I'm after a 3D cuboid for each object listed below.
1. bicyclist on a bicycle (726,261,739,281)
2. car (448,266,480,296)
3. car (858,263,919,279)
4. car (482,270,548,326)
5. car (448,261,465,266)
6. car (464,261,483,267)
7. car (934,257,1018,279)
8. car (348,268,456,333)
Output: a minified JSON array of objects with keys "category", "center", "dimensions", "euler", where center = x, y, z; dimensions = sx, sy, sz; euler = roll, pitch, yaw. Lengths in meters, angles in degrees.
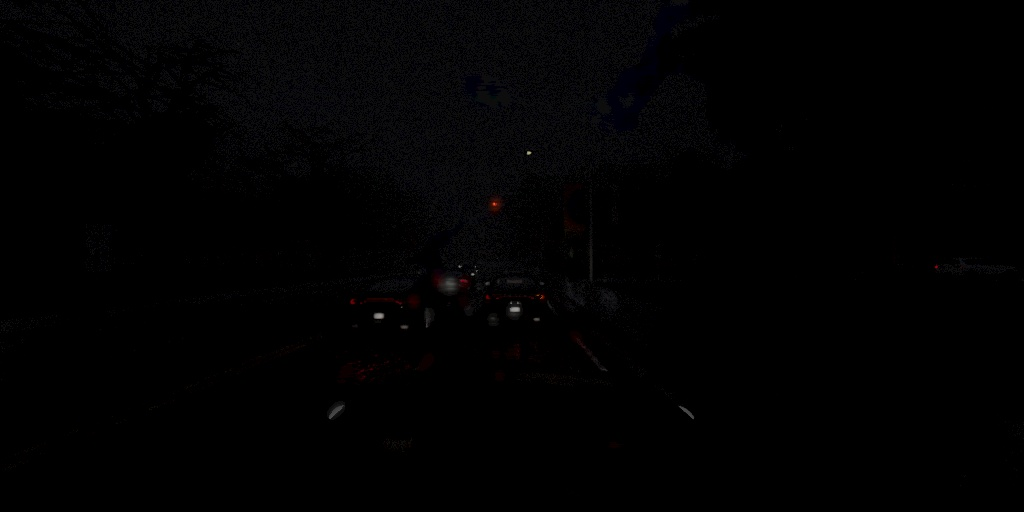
[{"category":"bicyclist on a bicycle","center":[18.123,1.226,29.504],"dimensions":[0.582,1.620,1.656],"euler":[0,-1,0]},{"category":"car","center":[-3.176,1.446,20.628],"dimensions":[1.994,1.385,4.181],"euler":[0,0,0]},{"category":"car","center":[36.994,1.436,35.325],"dimensions":[4.902,1.511,2.128],"euler":[0,0,0]},{"category":"car","center":[0.091,1.299,12.066],"dimensions":[1.882,1.535,5.008],"euler":[0,-1,0]},{"category":"car","center":[-9.802,1.685,61.673],"dimensions":[2.128,1.511,4.902],"euler":[0,0,1]},{"category":"car","center":[-6.555,1.697,61.651],"dimensions":[1.837,1.490,4.892],"euler":[0,0,1]},{"category":"car","center":[41.829,1.149,32.453],"dimensions":[5.566,2.045,2.150],"euler":[0,0,1]},{"category":"car","center":[-3.159,1.291,11.008],"dimensions":[1.882,1.535,5.008],"euler":[0,0,0]}]
